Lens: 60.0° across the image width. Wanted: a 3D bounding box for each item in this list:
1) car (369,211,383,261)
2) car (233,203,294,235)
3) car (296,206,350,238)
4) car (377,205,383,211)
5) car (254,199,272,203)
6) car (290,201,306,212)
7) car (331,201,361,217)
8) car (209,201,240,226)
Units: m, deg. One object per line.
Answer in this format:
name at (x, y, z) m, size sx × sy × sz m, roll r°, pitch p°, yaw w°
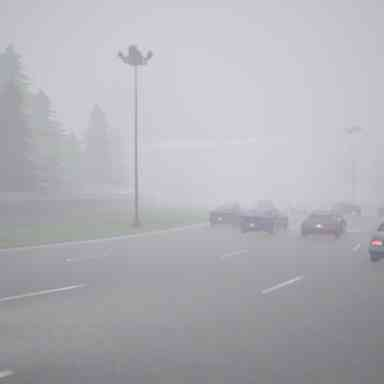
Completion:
car at (7.583, 1.615, 11.886) m, size 2.033 × 1.411 × 5.357 m, roll -1°, pitch -1°, yaw 35°
car at (4.477, 1.651, 20.215) m, size 1.882 × 1.535 × 5.008 m, roll 0°, pitch 0°, yaw 30°
car at (7.477, 1.701, 18.732) m, size 1.994 × 1.385 × 4.181 m, roll -1°, pitch -1°, yaw 29°
car at (19.147, 1.655, 31.314) m, size 1.882 × 1.535 × 5.008 m, roll 0°, pitch -1°, yaw 9°
car at (9.103, 1.716, 42.728) m, size 2.097 × 1.767 × 4.553 m, roll 0°, pitch -1°, yaw 2°
car at (12.524, 1.838, 40.082) m, size 1.812 × 1.442 × 4.674 m, roll 0°, pitch -1°, yaw 2°
car at (15.635, 1.736, 34.162) m, size 1.837 × 1.490 × 4.892 m, roll 0°, pitch -1°, yaw 5°
car at (2.888, 1.709, 24.965) m, size 1.882 × 1.535 × 5.008 m, roll 0°, pitch 0°, yaw 24°
